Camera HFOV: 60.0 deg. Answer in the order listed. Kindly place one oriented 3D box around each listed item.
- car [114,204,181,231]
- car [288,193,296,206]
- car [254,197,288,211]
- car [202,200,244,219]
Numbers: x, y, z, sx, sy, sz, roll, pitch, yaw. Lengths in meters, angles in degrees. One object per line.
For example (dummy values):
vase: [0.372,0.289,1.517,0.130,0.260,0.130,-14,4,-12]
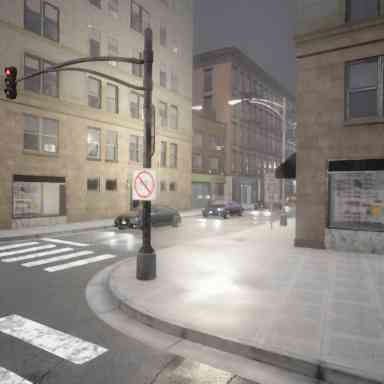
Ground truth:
car: [-2.421,1.388,18.887,1.994,1.385,4.181,1,1,34]
car: [13.713,0.870,42.991,2.097,1.767,4.553,1,1,34]
car: [7.991,1.191,34.481,1.994,1.385,4.181,1,1,34]
car: [2.493,1.296,26.254,1.994,1.385,4.181,1,1,34]
